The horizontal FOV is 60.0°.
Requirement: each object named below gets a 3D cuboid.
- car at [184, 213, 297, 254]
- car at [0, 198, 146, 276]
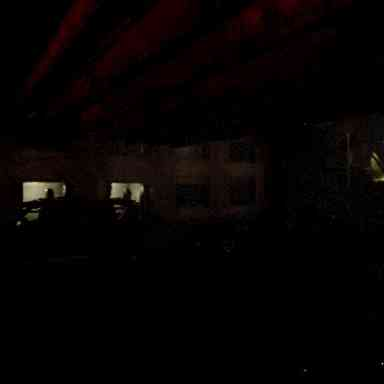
[{"bbox_3d":[2.015,1.545,13.402,4.718,1.301,1.895,0,0,-36],"label":"car"},{"bbox_3d":[-3.984,1.218,9.072,5.566,2.045,2.435,0,0,-36],"label":"car"}]
